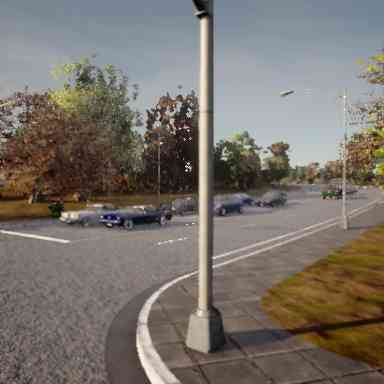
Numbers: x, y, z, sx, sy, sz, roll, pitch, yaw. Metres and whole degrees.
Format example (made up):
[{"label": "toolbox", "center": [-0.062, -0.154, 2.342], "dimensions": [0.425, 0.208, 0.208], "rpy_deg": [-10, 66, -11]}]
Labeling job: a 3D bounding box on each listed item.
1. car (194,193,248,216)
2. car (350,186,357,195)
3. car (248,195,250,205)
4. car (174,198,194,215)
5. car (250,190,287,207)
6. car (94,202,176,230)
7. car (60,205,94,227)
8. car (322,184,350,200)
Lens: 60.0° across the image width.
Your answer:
[{"label": "car", "center": [2.565, 1.046, 28.573], "dimensions": [2.097, 1.767, 4.553], "rpy_deg": [0, 2, 37]}, {"label": "car", "center": [25.273, -0.249, 53.595], "dimensions": [1.994, 1.385, 4.181], "rpy_deg": [0, 3, 33]}, {"label": "car", "center": [5.307, 0.862, 38.125], "dimensions": [1.812, 1.442, 4.674], "rpy_deg": [0, 3, 37]}, {"label": "car", "center": [-0.573, 1.243, 30.222], "dimensions": [2.033, 1.411, 5.357], "rpy_deg": [0, 2, 36]}, {"label": "car", "center": [8.896, 0.838, 37.104], "dimensions": [2.033, 1.411, 5.357], "rpy_deg": [0, 3, 37]}, {"label": "car", "center": [-3.374, 1.501, 20.560], "dimensions": [1.895, 1.301, 4.718], "rpy_deg": [0, 1, 37]}, {"label": "car", "center": [-6.356, 1.492, 22.415], "dimensions": [1.895, 1.301, 4.718], "rpy_deg": [0, 1, 37]}, {"label": "car", "center": [19.179, -0.072, 44.818], "dimensions": [2.150, 2.045, 5.566], "rpy_deg": [0, 3, 36]}]
